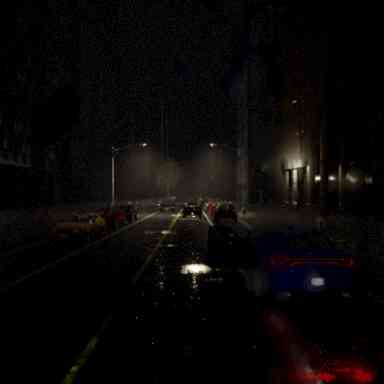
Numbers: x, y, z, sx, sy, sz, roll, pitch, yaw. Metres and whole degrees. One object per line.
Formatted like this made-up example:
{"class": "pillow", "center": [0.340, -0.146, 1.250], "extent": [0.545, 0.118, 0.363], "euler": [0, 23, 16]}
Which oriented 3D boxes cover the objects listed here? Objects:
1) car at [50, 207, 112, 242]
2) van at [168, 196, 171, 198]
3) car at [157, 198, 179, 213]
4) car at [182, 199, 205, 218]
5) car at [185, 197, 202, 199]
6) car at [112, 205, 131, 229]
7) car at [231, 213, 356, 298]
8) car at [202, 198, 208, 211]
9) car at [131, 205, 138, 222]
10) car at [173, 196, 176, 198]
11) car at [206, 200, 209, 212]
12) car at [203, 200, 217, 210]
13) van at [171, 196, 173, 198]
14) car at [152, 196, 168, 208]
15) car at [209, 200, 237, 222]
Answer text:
{"class": "car", "center": [-5.768, 1.670, 17.368], "extent": [1.752, 1.417, 4.829], "euler": [0, 0, 0]}
{"class": "van", "center": [-5.783, 1.936, 68.634], "extent": [1.690, 1.788, 3.998], "euler": [0, -1, 0]}
{"class": "car", "center": [-3.058, 1.846, 43.018], "extent": [1.882, 1.535, 5.008], "euler": [0, -1, 0]}
{"class": "car", "center": [0.049, 1.792, 33.610], "extent": [1.837, 1.490, 4.892], "euler": [0, 0, 0]}
{"class": "car", "center": [0.000, 1.872, 46.010], "extent": [1.882, 1.535, 5.008], "euler": [0, 0, 0]}
{"class": "car", "center": [-5.770, 1.740, 23.214], "extent": [1.887, 1.381, 4.507], "euler": [0, 0, 0]}
{"class": "car", "center": [2.358, 1.550, 8.720], "extent": [1.882, 1.535, 5.008], "euler": [0, 0, 0]}
{"class": "car", "center": [2.749, 1.834, 45.932], "extent": [1.967, 1.590, 4.097], "euler": [0, -1, 0]}
{"class": "car", "center": [-5.771, 1.810, 28.892], "extent": [1.947, 1.339, 4.313], "euler": [0, 0, 0]}
{"class": "car", "center": [-5.786, 2.012, 79.989], "extent": [2.192, 1.841, 5.009], "euler": [0, -1, 0]}
{"class": "car", "center": [2.752, 1.860, 34.577], "extent": [1.947, 1.339, 4.313], "euler": [0, -1, 0]}
{"class": "car", "center": [2.747, 2.010, 51.608], "extent": [1.947, 1.339, 4.313], "euler": [0, -1, 0]}
{"class": "van", "center": [-5.784, 1.987, 74.311], "extent": [1.690, 1.788, 3.998], "euler": [0, -1, 0]}
{"class": "car", "center": [-5.779, 1.934, 57.278], "extent": [1.967, 1.590, 4.097], "euler": [0, -1, 0]}
{"class": "car", "center": [2.754, 1.685, 28.900], "extent": [1.967, 1.590, 4.097], "euler": [0, -1, 0]}
